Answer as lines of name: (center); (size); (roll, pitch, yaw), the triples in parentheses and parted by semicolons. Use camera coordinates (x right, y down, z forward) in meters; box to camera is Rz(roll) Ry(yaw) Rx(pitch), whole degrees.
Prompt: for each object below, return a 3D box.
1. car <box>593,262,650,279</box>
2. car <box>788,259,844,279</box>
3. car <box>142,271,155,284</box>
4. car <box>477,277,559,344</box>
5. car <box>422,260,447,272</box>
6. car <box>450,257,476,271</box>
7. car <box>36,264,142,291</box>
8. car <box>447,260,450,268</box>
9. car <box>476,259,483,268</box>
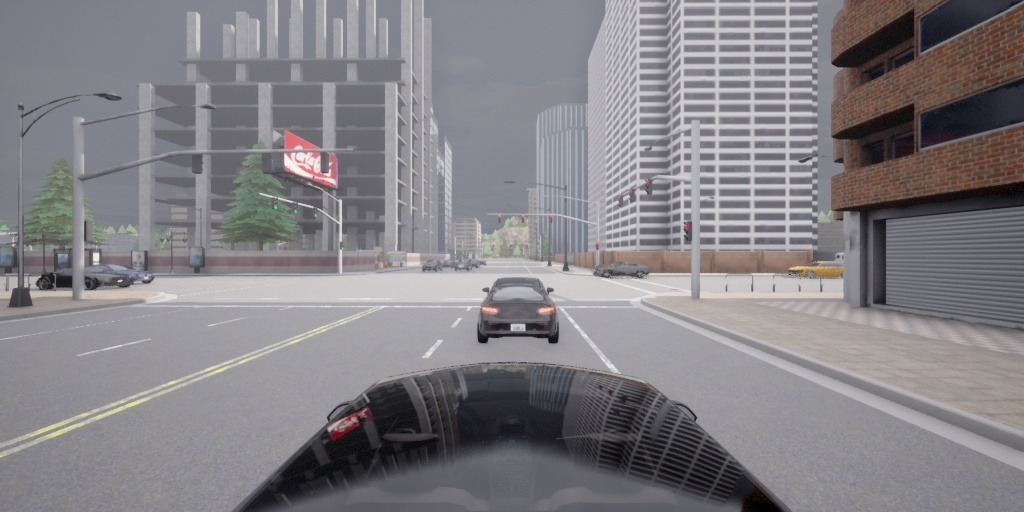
car: (9.749, 1.241, 31.975); (4.902, 1.511, 2.128); (0, 0, 0)
car: (27.356, 1.227, 31.840); (5.008, 1.535, 1.882); (0, 0, 1)
car: (-27.853, 1.276, 25.035); (4.674, 1.442, 1.812); (0, 0, 0)
car: (0.161, 1.276, 9.513); (1.812, 1.442, 4.674); (0, 0, 1)
car: (-10.073, 1.255, 45.653); (1.837, 1.490, 4.892); (0, 0, 1)
car: (-6.533, 1.241, 48.558); (2.128, 1.511, 4.902); (0, 0, 1)
car: (-25.501, 1.314, 21.518); (4.181, 1.385, 1.994); (0, 0, 0)
car: (-9.937, 1.297, 56.214); (2.033, 1.411, 5.357); (0, 0, 1)
car: (-6.393, 1.254, 58.973); (1.837, 1.490, 4.892); (0, 0, 1)
